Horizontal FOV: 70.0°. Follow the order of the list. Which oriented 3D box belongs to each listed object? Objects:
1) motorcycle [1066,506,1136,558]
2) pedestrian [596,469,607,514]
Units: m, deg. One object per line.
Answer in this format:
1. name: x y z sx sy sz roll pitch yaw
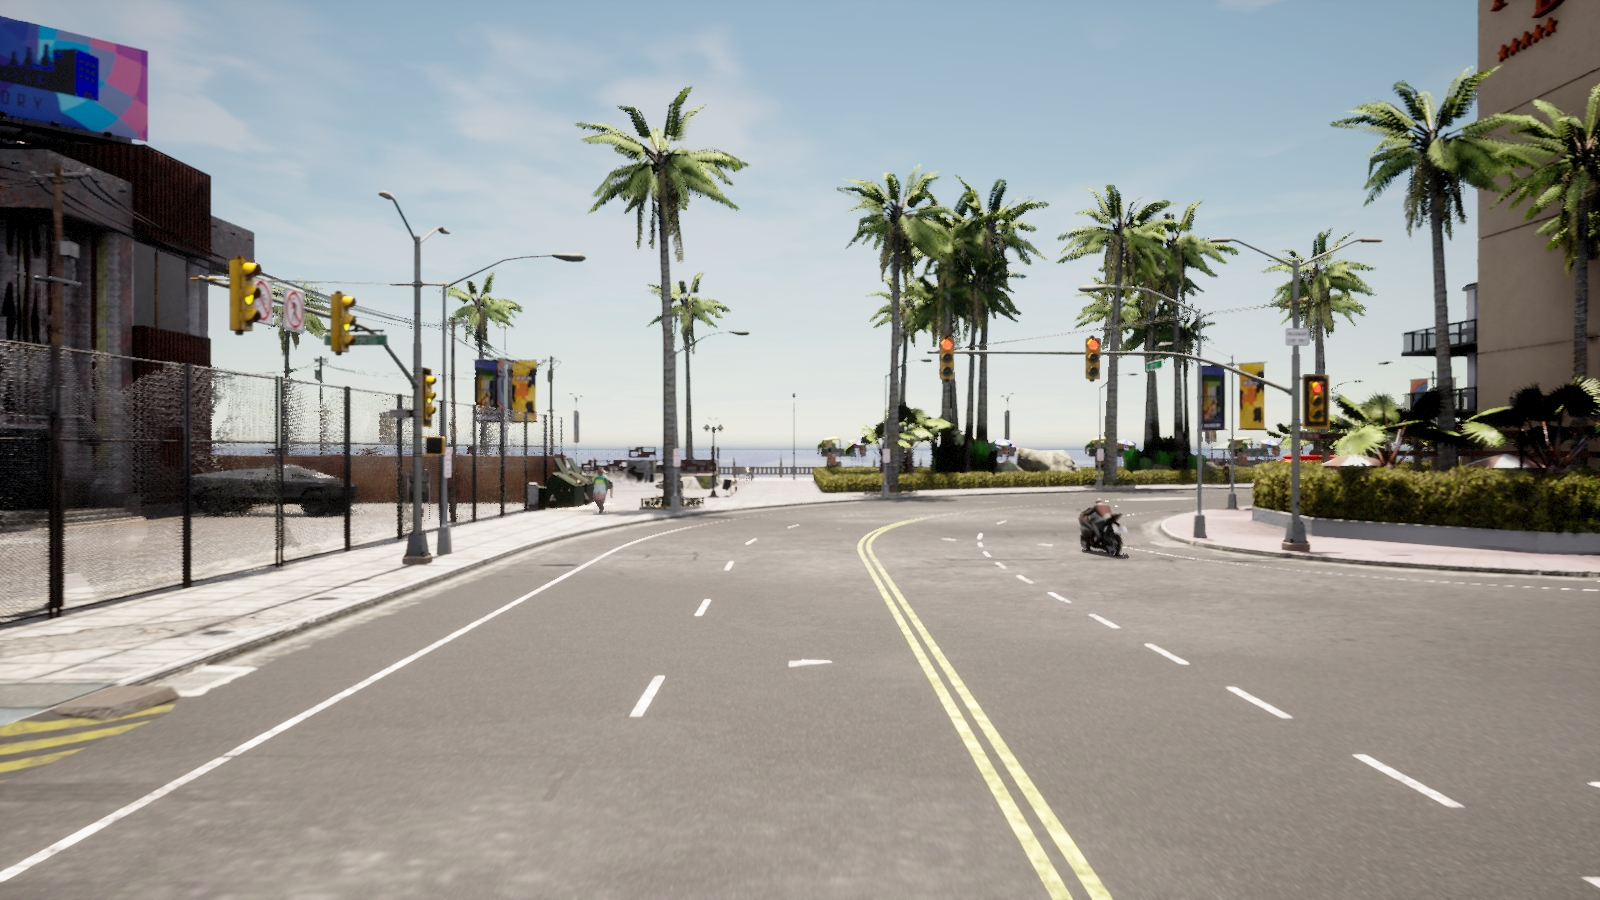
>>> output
1. motorcycle: 8.114 2.205 30.944 0.867 1.251 2.209 1 0 -13
2. pedestrian: -8.129 1.696 46.789 0.375 1.860 0.375 0 0 6
